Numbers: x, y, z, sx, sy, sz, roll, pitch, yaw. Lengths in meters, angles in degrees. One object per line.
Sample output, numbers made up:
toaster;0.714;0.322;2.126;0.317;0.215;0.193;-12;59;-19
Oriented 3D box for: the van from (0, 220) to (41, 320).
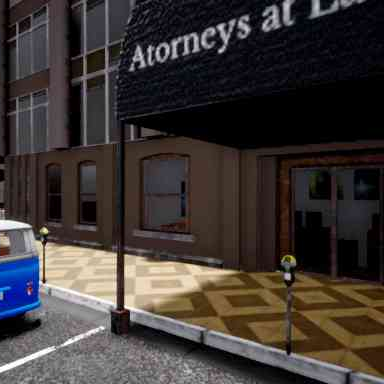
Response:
van;-4.455;1.341;6.043;3.998;1.788;1.690;0;0;35
